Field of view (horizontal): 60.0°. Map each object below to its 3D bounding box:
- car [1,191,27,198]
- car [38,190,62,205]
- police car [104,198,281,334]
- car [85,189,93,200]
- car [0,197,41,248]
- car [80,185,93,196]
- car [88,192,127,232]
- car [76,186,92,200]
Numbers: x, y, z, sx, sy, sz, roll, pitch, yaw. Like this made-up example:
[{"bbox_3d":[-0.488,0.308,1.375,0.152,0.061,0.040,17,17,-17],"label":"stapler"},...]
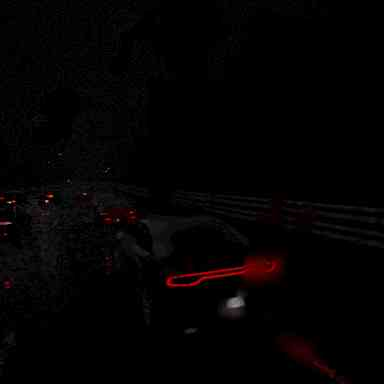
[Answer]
[{"bbox_3d":[-18.258,0.660,34.261,1.837,1.490,4.892,-3,3,-17],"label":"car"},{"bbox_3d":[-14.436,0.519,33.770,1.837,1.490,4.892,-3,3,-18],"label":"car"},{"bbox_3d":[-0.366,1.108,6.592,1.930,1.638,5.238,-3,3,-20],"label":"police car"},{"bbox_3d":[-5.637,0.745,21.317,1.812,1.442,4.674,-3,3,-19],"label":"car"},{"bbox_3d":[-7.286,1.186,12.644,2.128,1.511,4.902,-3,3,-20],"label":"car"},{"bbox_3d":[-17.046,-0.277,53.785,1.812,1.442,4.674,-3,3,-15],"label":"car"},{"bbox_3d":[-3.688,0.922,15.742,1.812,1.442,4.674,-3,3,-19],"label":"car"},{"bbox_3d":[-13.233,0.180,41.258,1.994,1.385,4.181,-3,3,-16],"label":"car"}]
